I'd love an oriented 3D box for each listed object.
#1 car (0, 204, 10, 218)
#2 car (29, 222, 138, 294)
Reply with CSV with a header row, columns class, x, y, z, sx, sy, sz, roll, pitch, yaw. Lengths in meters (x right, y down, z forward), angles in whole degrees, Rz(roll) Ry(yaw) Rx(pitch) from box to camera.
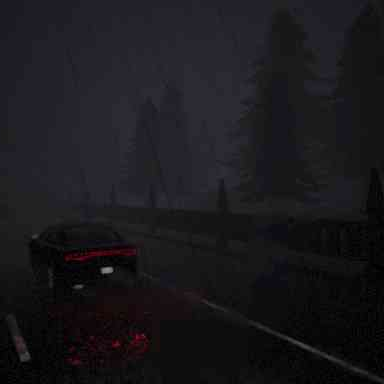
class,x,y,z,sx,sy,sz,roll,pitch,yaw
car,-19.378,1.883,33.022,1.994,1.385,4.181,0,-1,-34
car,-3.225,1.571,9.261,1.882,1.535,5.008,0,-1,-34
